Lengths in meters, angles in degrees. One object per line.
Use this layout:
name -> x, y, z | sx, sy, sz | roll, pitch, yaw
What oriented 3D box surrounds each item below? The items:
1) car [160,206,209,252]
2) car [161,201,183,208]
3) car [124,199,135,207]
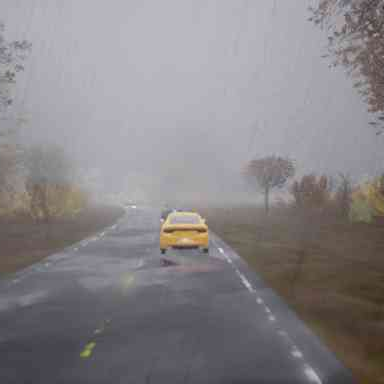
car -> -0.369, 1.621, 14.595 | 1.882, 1.535, 5.008 | 0, 0, -3
car -> -1.630, 1.648, 29.236 | 2.097, 1.767, 4.553 | 0, -1, -7
car -> -13.158, 2.284, 70.107 | 1.882, 1.535, 5.008 | 0, -1, -16
